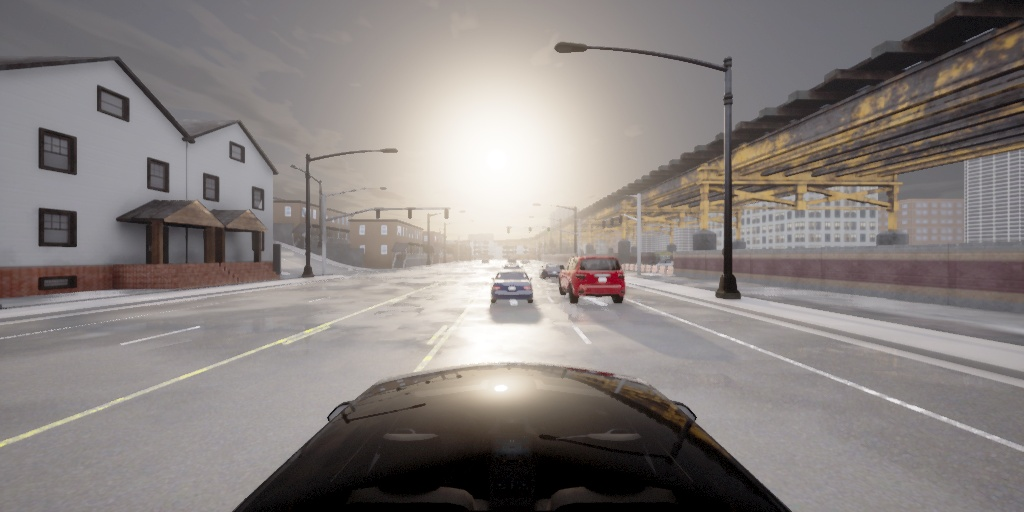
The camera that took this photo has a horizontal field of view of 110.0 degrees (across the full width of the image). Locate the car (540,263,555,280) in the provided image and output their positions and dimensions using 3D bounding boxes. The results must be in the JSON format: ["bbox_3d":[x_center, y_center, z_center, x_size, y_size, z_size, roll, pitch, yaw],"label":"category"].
[{"bbox_3d":[3.500,1.321,31.500,1.994,1.385,4.181,0,0,0],"label":"car"}]

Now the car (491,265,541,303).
[{"bbox_3d":[0.000,1.311,16.500,2.033,1.411,5.357,0,0,0],"label":"car"}]

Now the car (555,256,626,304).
[{"bbox_3d":[3.500,1.006,16.530,2.150,2.045,5.566,0,0,0],"label":"car"}]

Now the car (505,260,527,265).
[{"bbox_3d":[0.000,1.321,31.500,1.994,1.385,4.181,0,0,0],"label":"car"}]
